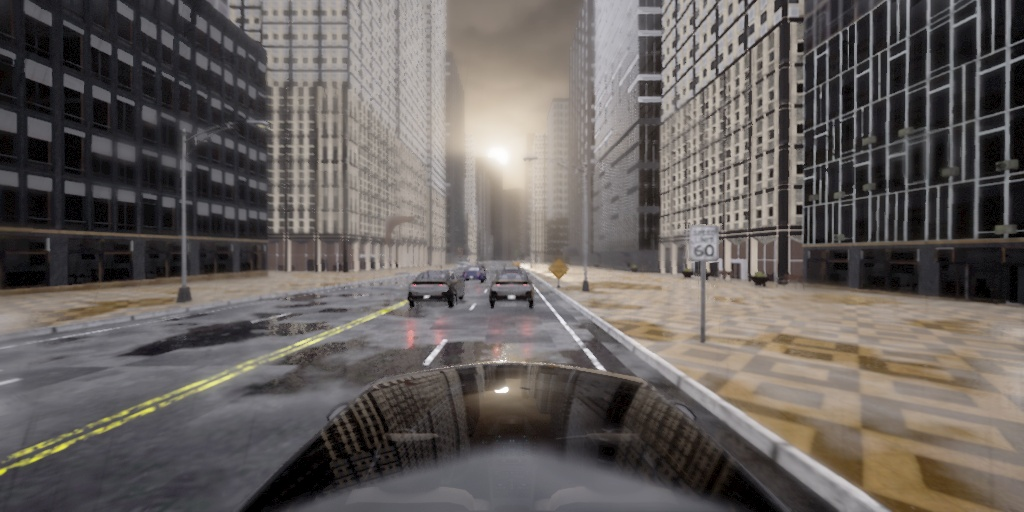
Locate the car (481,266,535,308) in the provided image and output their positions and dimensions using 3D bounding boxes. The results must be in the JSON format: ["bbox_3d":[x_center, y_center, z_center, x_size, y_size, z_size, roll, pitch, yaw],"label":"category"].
[{"bbox_3d":[-0.012,1.379,16.148,2.128,1.511,4.902,0,0,0],"label":"car"}]

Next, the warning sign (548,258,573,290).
[{"bbox_3d":[2.827,1.054,21.684,1.300,1.860,1.060,0,0,0],"label":"warning sign"}]

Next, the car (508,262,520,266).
[{"bbox_3d":[-0.028,1.536,31.160,1.837,1.490,4.892,0,0,0],"label":"car"}]

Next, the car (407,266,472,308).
[{"bbox_3d":[-3.262,1.379,16.146,2.128,1.511,4.902,0,0,0],"label":"car"}]

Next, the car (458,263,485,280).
[{"bbox_3d":[-3.278,1.555,31.262,1.812,1.442,4.674,0,0,0],"label":"car"}]
